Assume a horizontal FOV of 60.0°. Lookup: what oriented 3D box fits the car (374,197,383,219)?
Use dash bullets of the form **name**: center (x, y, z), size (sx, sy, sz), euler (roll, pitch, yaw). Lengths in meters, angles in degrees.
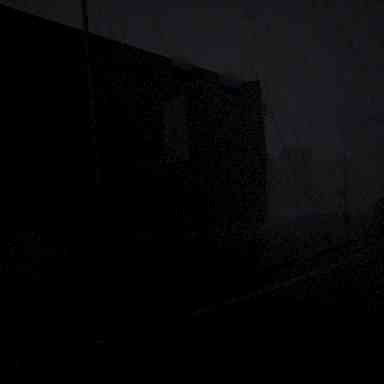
- **car**: center (19.008, 1.514, 31.763), size (2.150, 2.045, 5.566), euler (-3, -2, 18)
